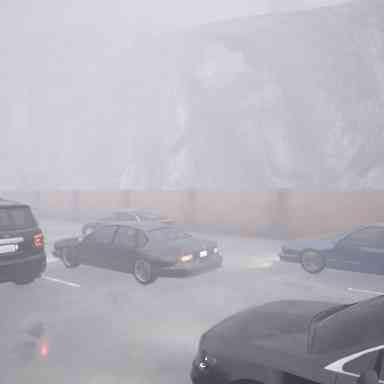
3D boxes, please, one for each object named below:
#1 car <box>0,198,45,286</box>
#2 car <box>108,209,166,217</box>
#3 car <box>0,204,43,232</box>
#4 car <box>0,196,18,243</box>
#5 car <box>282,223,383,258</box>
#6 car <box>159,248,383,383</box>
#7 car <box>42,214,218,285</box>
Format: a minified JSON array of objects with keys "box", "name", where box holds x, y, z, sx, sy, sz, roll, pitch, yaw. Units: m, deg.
[{"box":[-5.867,1.222,8.157,5.566,2.045,2.150,0,0,35],"name":"car"},{"box":[-2.834,1.505,14.589,4.892,1.490,1.837,0,0,35],"name":"car"},{"box":[-11.846,1.548,20.997,5.357,1.411,2.033,0,0,35],"name":"car"},{"box":[-10.907,1.223,16.026,5.566,2.045,2.150,0,0,36],"name":"car"},{"box":[5.157,1.547,8.918,5.357,1.411,2.033,0,0,35],"name":"car"},{"box":[2.247,1.505,2.445,4.892,1.490,1.837,0,0,35],"name":"car"},{"box":[-1.766,1.547,9.533,5.357,1.411,2.033,0,0,35],"name":"car"}]
